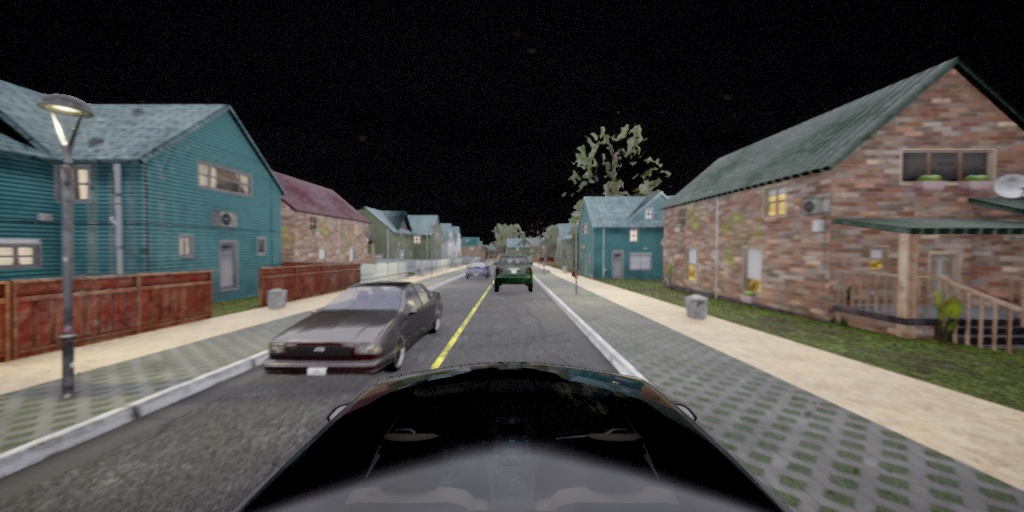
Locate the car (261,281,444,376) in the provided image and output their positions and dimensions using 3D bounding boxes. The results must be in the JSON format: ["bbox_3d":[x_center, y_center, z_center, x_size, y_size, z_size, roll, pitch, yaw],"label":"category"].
[{"bbox_3d":[-2.804,1.280,7.860,2.033,1.411,5.357,0,0,1],"label":"car"}]

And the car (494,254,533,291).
[{"bbox_3d":[0.094,0.917,21.471,2.150,2.045,5.566,0,0,0],"label":"car"}]

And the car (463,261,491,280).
[{"bbox_3d":[-2.851,1.196,30.753,1.812,1.442,4.674,0,0,0],"label":"car"}]
